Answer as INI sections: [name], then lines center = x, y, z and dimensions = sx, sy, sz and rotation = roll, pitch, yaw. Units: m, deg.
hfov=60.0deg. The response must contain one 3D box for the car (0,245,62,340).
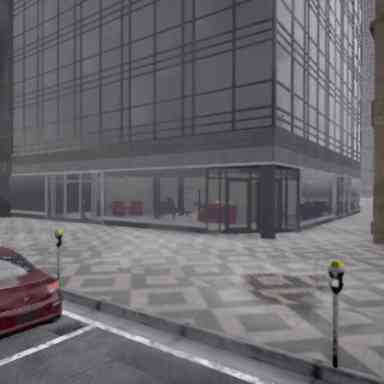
[car]
center = -3.941, 1.564, 5.748
dimensions = 4.206, 1.307, 1.802
rotation = 0, 0, 35
